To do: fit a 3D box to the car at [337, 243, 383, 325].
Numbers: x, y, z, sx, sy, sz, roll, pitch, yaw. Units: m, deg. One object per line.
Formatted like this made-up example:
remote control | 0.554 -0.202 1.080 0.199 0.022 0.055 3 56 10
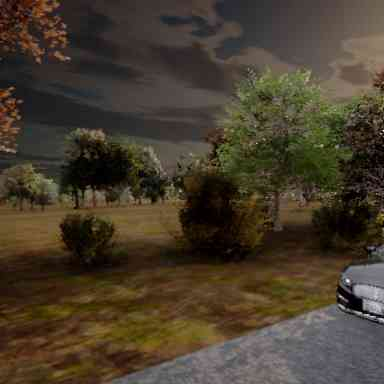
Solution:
car | 4.778 1.501 6.491 4.902 1.511 2.128 0 0 -36
